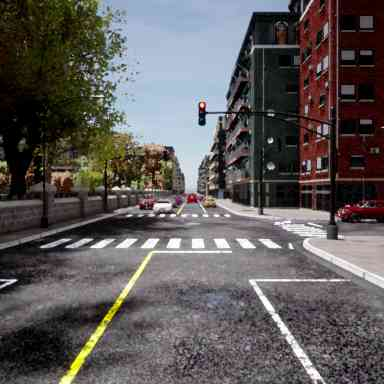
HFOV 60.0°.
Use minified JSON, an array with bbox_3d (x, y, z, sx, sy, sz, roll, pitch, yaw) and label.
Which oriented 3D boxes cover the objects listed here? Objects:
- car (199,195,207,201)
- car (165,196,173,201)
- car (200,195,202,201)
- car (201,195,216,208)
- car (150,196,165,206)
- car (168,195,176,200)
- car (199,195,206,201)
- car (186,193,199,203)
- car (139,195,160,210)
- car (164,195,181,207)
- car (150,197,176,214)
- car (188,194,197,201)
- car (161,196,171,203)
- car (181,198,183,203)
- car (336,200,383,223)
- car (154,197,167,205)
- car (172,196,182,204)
[{"bbox_3d":[2.733,1.586,82.679,1.887,1.381,4.507,0,0,0],"label":"car"},{"bbox_3d":[-5.647,1.623,82.683,1.802,1.307,4.206,0,0,0],"label":"car"},{"bbox_3d":[2.718,1.561,55.003,1.887,1.381,4.507,0,0,0],"label":"car"},{"bbox_3d":[2.715,1.538,49.638,1.752,1.417,4.829,0,0,0],"label":"car"},{"bbox_3d":[-5.663,1.457,55.007,1.967,1.590,4.097,0,0,0],"label":"car"},{"bbox_3d":[-5.642,1.579,93.583,1.752,1.417,4.829,0,0,0],"label":"car"},{"bbox_3d":[2.736,1.592,88.214,1.887,1.381,4.507,0,0,0],"label":"car"},{"bbox_3d":[0.039,1.250,69.281,2.150,2.045,5.566,0,0,0],"label":"car"},{"bbox_3d":[-5.669,1.324,43.937,2.192,1.841,5.009,0,0,0],"label":"car"},{"bbox_3d":[-3.067,1.559,47.322,2.033,1.411,5.357,0,0,0],"label":"car"},{"bbox_3d":[-3.009,1.530,35.222,1.812,1.442,4.674,0,0,-1],"label":"car"},{"bbox_3d":[0.044,1.305,79.641,2.097,1.767,4.553,0,0,0],"label":"car"},{"bbox_3d":[-5.654,1.612,71.612,1.802,1.307,4.206,0,0,0],"label":"car"},{"bbox_3d":[-3.037,1.496,57.565,1.882,1.535,5.008,0,0,1],"label":"car"},{"bbox_3d":[14.631,1.591,27.353,5.009,1.841,2.192,1,-1,0],"label":"car"},{"bbox_3d":[-5.660,1.566,60.542,1.887,1.381,4.507,0,0,0],"label":"car"},{"bbox_3d":[-2.962,1.553,67.690,1.812,1.442,4.674,0,0,0],"label":"car"}]
